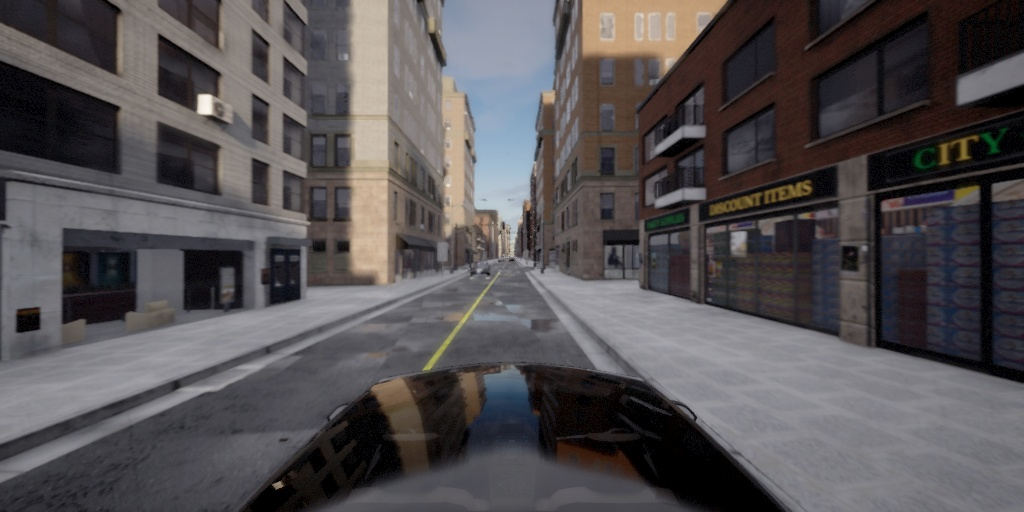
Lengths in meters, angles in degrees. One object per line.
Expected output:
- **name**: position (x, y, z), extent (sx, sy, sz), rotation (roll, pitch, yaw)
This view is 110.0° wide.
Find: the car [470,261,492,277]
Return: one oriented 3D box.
- **car**: position (-3.057, 1.228, 35.751), extent (2.128, 1.511, 4.902), rotation (0, 0, 0)
